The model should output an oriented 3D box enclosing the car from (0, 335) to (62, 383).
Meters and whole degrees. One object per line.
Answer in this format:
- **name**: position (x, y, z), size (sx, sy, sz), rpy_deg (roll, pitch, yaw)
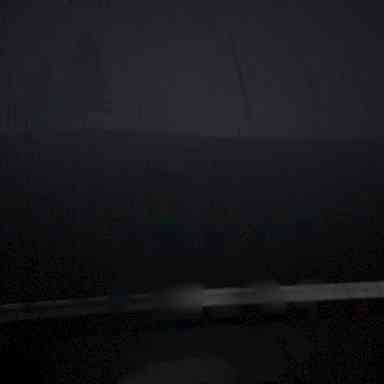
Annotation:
- **car**: position (-3.723, 1.841, 2.881), size (4.892, 1.490, 1.837), rpy_deg (-2, -3, -6)
